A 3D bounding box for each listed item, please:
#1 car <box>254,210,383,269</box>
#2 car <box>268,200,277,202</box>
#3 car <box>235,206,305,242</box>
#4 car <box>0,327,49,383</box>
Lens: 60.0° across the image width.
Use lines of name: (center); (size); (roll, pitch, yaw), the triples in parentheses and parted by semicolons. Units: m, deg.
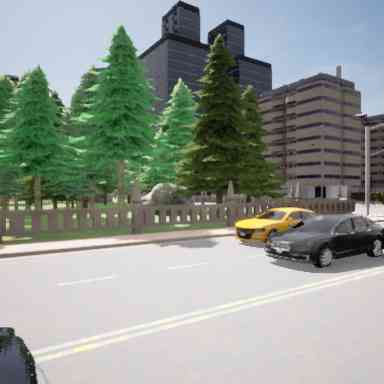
car: (4.618, 1.500, 11.231); (4.892, 1.490, 1.837); (0, 0, -33)
car: (9.787, 1.464, 48.982); (1.882, 1.535, 5.008); (0, 0, -33)
car: (4.177, 1.473, 15.133); (5.008, 1.535, 1.882); (0, 0, -33)
car: (-3.212, 1.601, 1.609); (4.718, 1.301, 1.895); (0, 0, -34)
